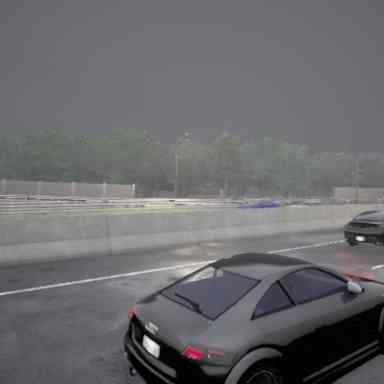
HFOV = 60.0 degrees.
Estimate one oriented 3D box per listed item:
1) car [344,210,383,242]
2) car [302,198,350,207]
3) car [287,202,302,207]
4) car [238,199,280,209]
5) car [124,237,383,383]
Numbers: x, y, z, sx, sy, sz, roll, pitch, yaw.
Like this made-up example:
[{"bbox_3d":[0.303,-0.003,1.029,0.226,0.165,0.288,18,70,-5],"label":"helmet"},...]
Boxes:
[{"bbox_3d":[8.342,1.518,13.997,4.892,1.490,1.837,0,0,-35],"label":"car"},{"bbox_3d":[12.473,1.393,30.056,4.553,1.767,2.097,0,0,-35],"label":"car"},{"bbox_3d":[11.737,1.647,33.819,4.718,1.301,1.895,0,0,-35],"label":"car"},{"bbox_3d":[6.997,1.514,34.757,5.008,1.535,1.882,0,0,-35],"label":"car"},{"bbox_3d":[1.208,1.566,4.609,4.181,1.385,1.994,0,0,-36],"label":"car"}]
